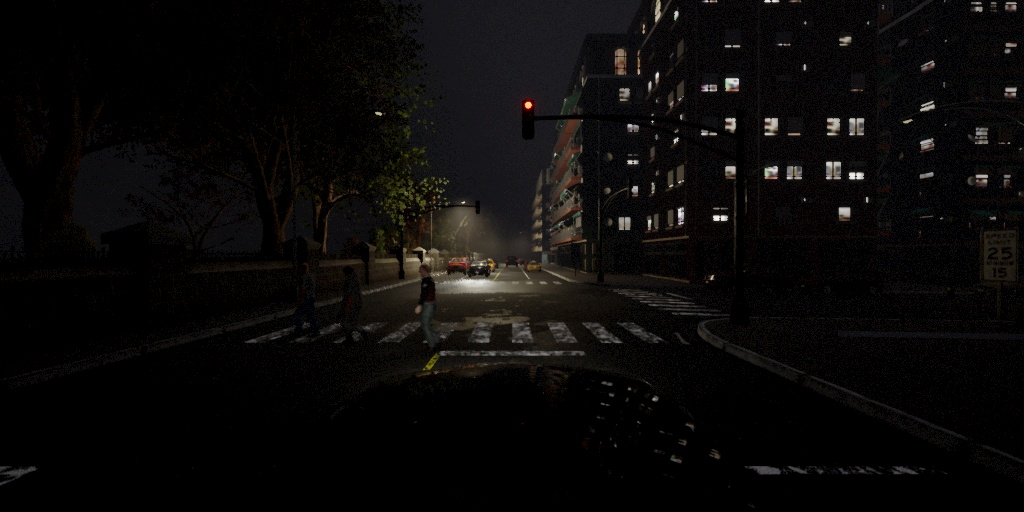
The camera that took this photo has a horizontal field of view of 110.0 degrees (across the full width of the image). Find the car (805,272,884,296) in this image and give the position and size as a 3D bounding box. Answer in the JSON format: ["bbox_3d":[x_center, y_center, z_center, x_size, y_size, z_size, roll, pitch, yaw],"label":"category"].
[{"bbox_3d":[20.293,1.671,22.255,4.507,1.381,1.888,0,0,0],"label":"car"}]

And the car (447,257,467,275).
[{"bbox_3d":[-5.691,1.069,38.820,2.192,1.841,5.009,0,0,0],"label":"car"}]

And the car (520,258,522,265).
[{"bbox_3d":[2.689,1.315,55.427,2.007,1.370,4.403,0,0,0],"label":"car"}]

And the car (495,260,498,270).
[{"bbox_3d":[-3.093,1.236,45.174,1.882,1.535,5.008,0,0,0],"label":"car"}]

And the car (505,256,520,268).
[{"bbox_3d":[-0.001,0.993,63.751,2.150,2.045,5.566,0,0,0],"label":"car"}]

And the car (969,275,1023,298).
[{"bbox_3d":[31.515,1.857,22.290,4.829,1.417,1.751,0,0,0],"label":"car"}]

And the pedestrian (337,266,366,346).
[{"bbox_3d":[-3.590,1.043,8.040,0.375,1.860,0.375,0,0,0],"label":"pedestrian"}]

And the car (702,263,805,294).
[{"bbox_3d":[14.598,1.338,22.236,5.009,1.841,2.192,0,0,0],"label":"car"}]

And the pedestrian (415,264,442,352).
[{"bbox_3d":[-1.728,1.043,7.392,0.375,1.860,0.375,0,0,0],"label":"pedestrian"}]

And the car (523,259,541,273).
[{"bbox_3d":[2.689,1.283,44.526,1.751,1.417,4.829,0,0,0],"label":"car"}]

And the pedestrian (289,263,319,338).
[{"bbox_3d":[-5.004,1.044,8.640,0.375,1.860,0.375,0,0,0],"label":"pedestrian"}]

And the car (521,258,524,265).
[{"bbox_3d":[2.689,1.306,49.891,1.888,1.381,4.507,0,0,0],"label":"car"}]

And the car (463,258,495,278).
[{"bbox_3d":[-3.088,1.245,34.761,2.128,1.511,4.902,0,0,0],"label":"car"}]
